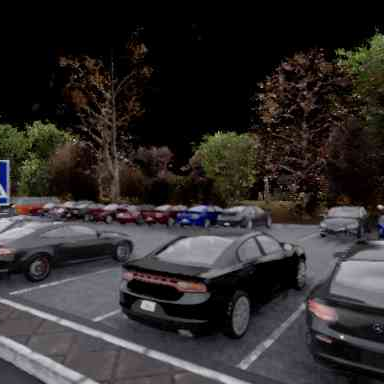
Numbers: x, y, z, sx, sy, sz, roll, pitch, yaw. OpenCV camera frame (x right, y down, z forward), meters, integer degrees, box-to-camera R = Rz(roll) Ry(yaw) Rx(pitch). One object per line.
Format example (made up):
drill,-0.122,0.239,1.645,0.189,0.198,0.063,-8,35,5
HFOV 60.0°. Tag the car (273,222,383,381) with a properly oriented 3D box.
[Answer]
car,3.109,1.458,5.094,2.002,1.452,4.674,-1,0,35

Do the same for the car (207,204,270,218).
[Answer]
car,3.299,1.519,20.297,2.231,1.521,4.892,-1,-1,35

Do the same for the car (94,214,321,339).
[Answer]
car,0.790,1.452,6.712,2.097,1.535,5.008,-1,0,35

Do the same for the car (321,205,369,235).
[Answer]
car,7.935,1.455,17.073,2.231,1.521,4.892,-1,0,35

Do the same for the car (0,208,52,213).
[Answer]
car,-8.484,1.606,13.171,2.163,1.488,4.792,-1,0,35

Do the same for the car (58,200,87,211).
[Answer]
car,-8.372,1.672,28.460,2.097,1.535,5.008,-1,0,35

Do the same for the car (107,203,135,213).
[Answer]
car,-3.623,1.640,25.180,2.163,1.488,4.792,-1,0,35

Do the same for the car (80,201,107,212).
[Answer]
car,-6.053,1.642,26.849,2.097,1.535,5.008,-1,0,35

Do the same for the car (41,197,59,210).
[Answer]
car,-10.666,1.577,30.108,2.185,1.767,4.553,-1,0,35

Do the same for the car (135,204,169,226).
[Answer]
car,-1.329,1.579,23.533,2.097,1.535,5.008,-1,0,35

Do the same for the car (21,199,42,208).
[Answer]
car,-12.993,1.733,31.705,2.097,1.535,5.008,-1,0,35

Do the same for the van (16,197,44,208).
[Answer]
van,-15.141,1.537,33.343,1.878,1.987,4.442,-1,0,35

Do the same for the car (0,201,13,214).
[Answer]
car,-24.440,1.915,39.749,2.163,1.488,4.792,-1,-1,35

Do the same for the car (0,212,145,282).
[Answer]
car,-3.838,1.555,9.953,2.002,1.452,4.674,-1,0,35

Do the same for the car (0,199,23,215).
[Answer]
car,-22.268,1.730,38.151,2.185,1.767,4.553,-1,0,35

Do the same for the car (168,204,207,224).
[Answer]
car,0.985,1.549,21.915,2.097,1.535,5.008,-1,0,35

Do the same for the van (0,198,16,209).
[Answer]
van,-10.718,1.382,14.912,1.878,1.987,4.442,-1,0,35

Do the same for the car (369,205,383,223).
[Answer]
car,10.125,1.171,15.499,2.435,2.045,5.566,-1,0,35

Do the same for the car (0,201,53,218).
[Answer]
car,-17.517,1.794,34.872,2.231,1.521,4.892,-1,0,35

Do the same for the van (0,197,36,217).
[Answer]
van,-19.769,1.598,36.584,1.878,1.987,4.442,-1,-1,35

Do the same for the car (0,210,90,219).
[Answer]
car,-6.150,1.586,11.577,2.002,1.452,4.674,-1,0,35
